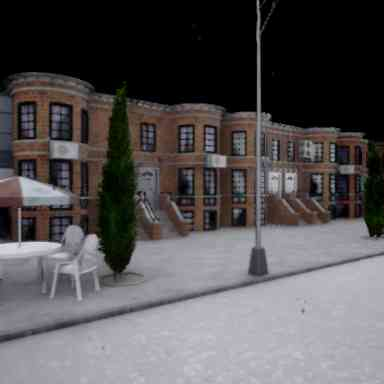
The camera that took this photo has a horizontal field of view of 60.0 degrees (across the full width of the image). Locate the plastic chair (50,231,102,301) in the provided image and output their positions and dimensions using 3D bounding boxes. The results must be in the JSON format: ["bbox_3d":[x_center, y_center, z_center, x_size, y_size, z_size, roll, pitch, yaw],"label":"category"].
[{"bbox_3d":[-2.418,1.506,6.990,0.730,1.271,0.750,0,0,15],"label":"plastic chair"}]
